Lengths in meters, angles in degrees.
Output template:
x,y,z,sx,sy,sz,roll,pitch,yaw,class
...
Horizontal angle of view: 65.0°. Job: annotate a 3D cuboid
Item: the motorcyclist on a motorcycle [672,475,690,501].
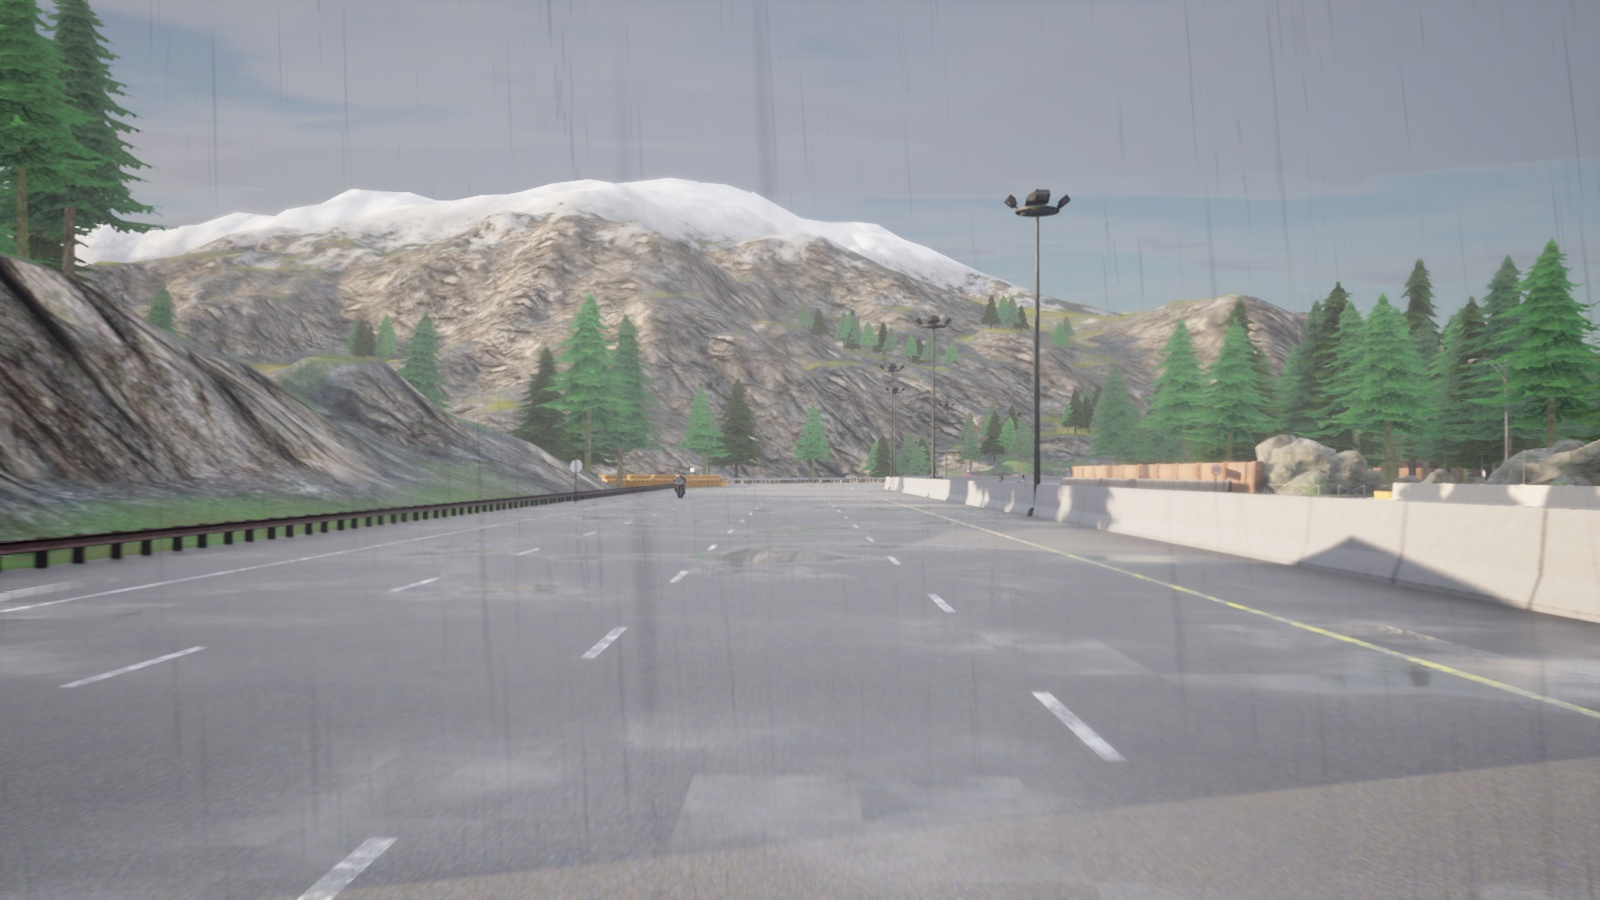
x,y,z,sx,sy,sz,roll,pitch,yaw,class
-7.186,2.268,75.878,0.866,1.530,2.191,0,-1,0,motorcyclist on a motorcycle
